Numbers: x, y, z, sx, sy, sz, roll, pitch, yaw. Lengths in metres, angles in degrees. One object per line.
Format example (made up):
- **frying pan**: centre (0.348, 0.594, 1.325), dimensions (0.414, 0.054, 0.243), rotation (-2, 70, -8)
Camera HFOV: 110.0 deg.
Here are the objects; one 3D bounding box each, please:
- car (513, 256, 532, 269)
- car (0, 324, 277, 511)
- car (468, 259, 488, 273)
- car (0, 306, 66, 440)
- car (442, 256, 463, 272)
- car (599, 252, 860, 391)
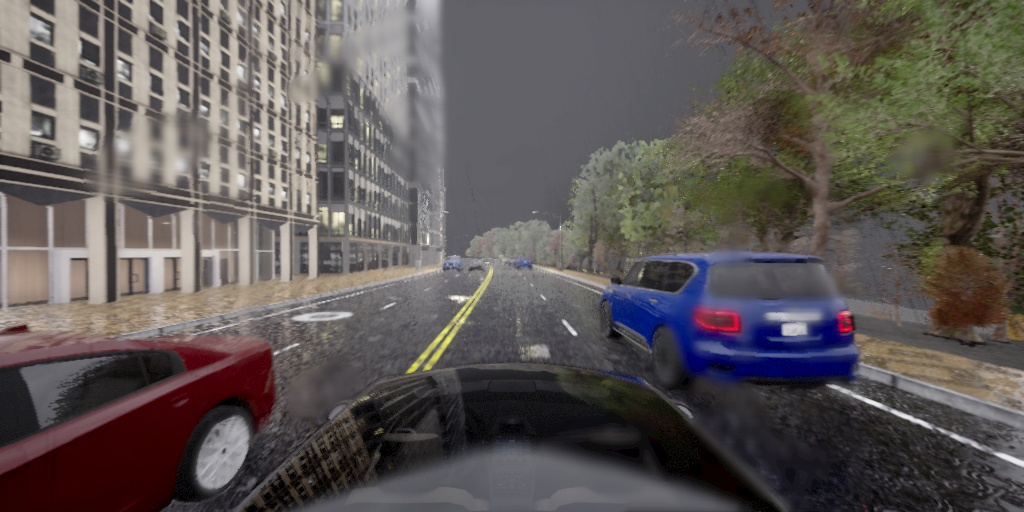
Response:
- **car**: centre (1.800, 0.946, 54.521), dimensions (2.150, 2.045, 5.566), rotation (0, 0, -3)
- **car**: centre (-3.358, 1.234, 1.600), dimensions (1.882, 1.535, 5.008), rotation (0, 0, 0)
- **car**: centre (-4.249, 1.346, 43.803), dimensions (1.895, 1.301, 4.718), rotation (0, 0, -2)
- **car**: centre (-6.609, 1.326, 2.415), dimensions (1.994, 1.385, 4.181), rotation (0, 0, 0)
- **car**: centre (-7.618, 0.970, 46.626), dimensions (2.150, 2.045, 5.566), rotation (0, 0, -2)
- **car**: centre (3.330, 0.965, 6.919), dimensions (2.150, 2.045, 5.566), rotation (0, 0, 0)
